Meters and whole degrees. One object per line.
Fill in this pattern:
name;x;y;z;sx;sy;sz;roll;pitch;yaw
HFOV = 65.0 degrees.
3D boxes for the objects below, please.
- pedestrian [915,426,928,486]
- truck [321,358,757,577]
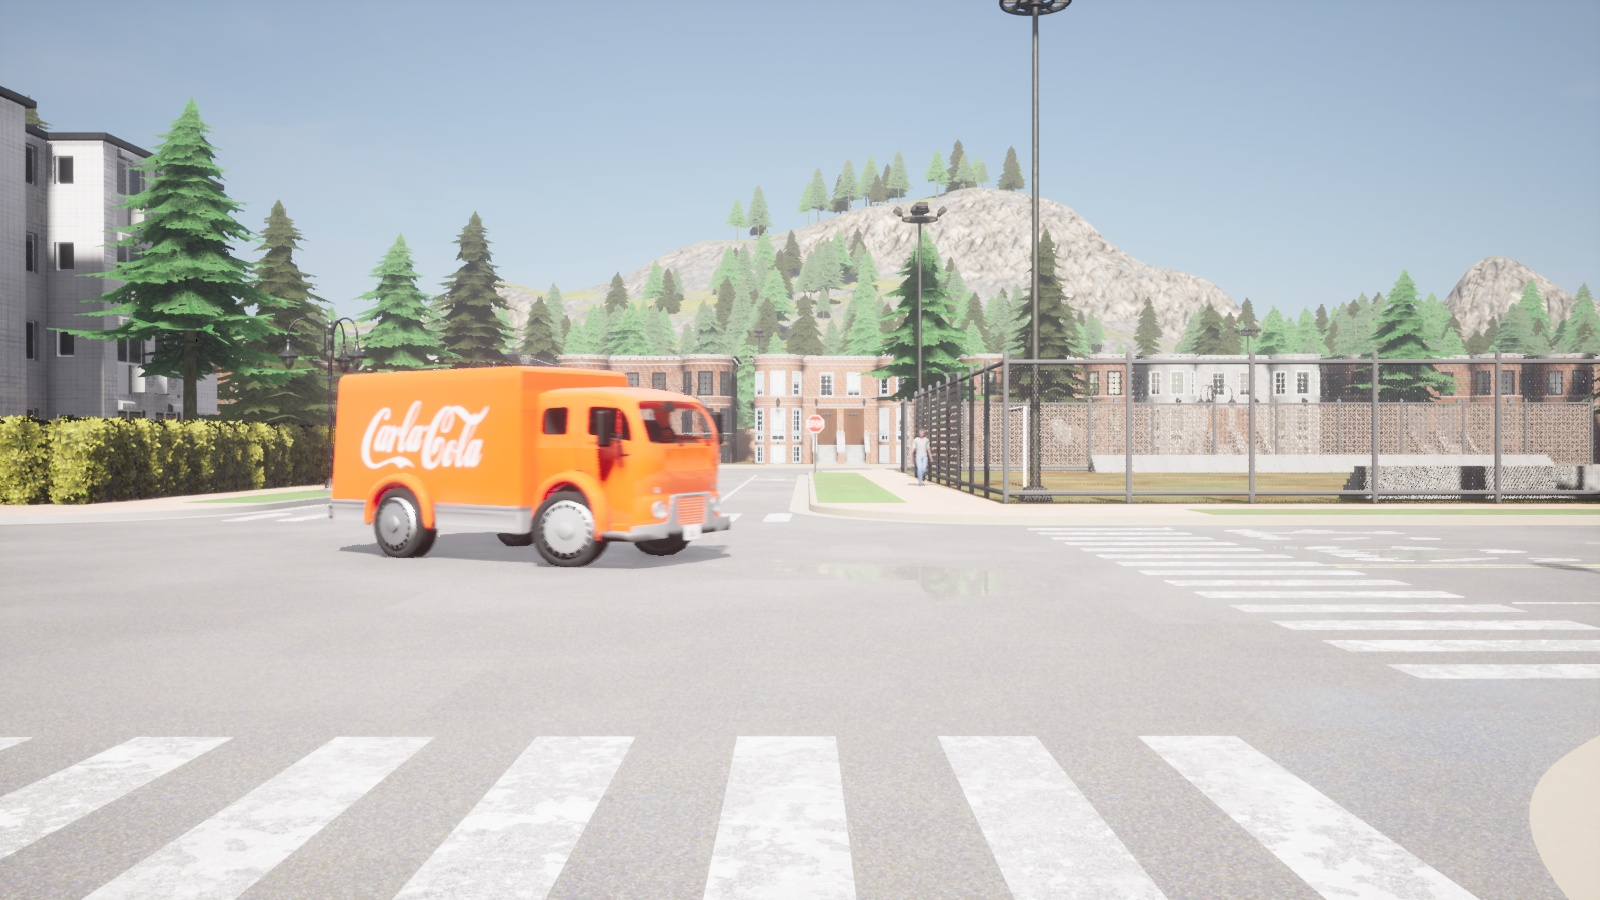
pedestrian;3.706;0.182;38.334;0.354;1.836;0.706;0;0;0
truck;-3.472;0.160;16.597;5.204;2.467;2.627;0;1;30
